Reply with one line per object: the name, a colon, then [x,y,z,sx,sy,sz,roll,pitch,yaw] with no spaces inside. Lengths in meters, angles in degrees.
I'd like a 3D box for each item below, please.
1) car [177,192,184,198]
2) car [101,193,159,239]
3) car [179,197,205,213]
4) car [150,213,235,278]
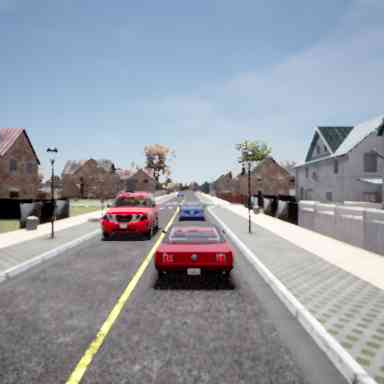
car: [-3.074,0.692,90.008,1.882,1.535,5.008,0,1,0]
car: [-2.908,1.079,16.819,2.150,2.045,5.566,0,1,0]
car: [0.002,1.345,23.869,2.033,1.411,5.357,0,0,0]
car: [0.053,1.517,9.820,1.895,1.301,4.718,0,0,0]
